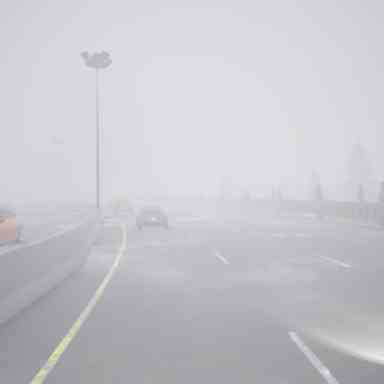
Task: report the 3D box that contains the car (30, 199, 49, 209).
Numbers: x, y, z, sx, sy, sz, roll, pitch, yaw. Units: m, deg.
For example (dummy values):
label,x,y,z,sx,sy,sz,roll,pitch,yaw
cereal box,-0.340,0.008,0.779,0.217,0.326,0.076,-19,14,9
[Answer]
label,x,y,z,sx,sy,sz,roll,pitch,yaw
car,-23.604,1.818,51.384,1.812,1.442,4.674,0,0,-34

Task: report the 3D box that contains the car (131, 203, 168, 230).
label,x,y,z,sx,sy,sz,roll,pitch,yaw
car,-2.757,1.620,21.936,1.994,1.385,4.181,0,0,-13

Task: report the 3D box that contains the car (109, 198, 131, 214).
label,x,y,z,sx,sy,sz,roll,pitch,yaw
car,-8.253,1.480,38.338,2.097,1.767,4.553,0,0,-23

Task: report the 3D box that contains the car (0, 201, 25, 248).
label,x,y,z,sx,sy,sz,roll,pitch,yaw
car,-8.335,1.422,13.082,2.097,1.767,4.553,0,0,-9
